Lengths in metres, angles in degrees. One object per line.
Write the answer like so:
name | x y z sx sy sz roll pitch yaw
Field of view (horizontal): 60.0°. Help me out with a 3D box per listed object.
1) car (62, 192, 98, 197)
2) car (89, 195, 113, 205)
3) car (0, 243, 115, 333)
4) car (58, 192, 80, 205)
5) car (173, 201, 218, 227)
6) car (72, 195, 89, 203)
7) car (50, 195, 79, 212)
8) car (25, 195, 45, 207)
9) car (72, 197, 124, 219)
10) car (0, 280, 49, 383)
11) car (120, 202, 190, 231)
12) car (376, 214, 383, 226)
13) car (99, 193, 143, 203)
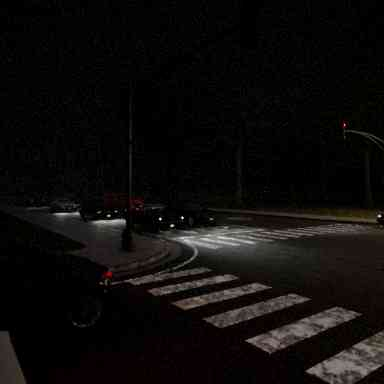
car | -14.240 1.079 42.166 2.150 2.045 5.566 0 0 -36
car | -15.006 1.313 54.612 2.128 1.511 4.902 0 0 -36
car | -3.382 1.564 5.265 4.181 1.385 1.994 0 0 -35
car | -21.414 1.038 57.735 2.150 2.045 5.566 0 0 -36
car | -0.220 1.410 22.804 1.882 1.535 5.008 0 0 -35
car | -21.132 1.330 63.039 1.812 1.442 4.674 0 0 -36
car | -14.065 1.401 36.375 1.812 1.442 4.674 0 0 -36
car | -23.251 1.201 49.197 2.097 1.767 4.553 0 0 -36
car | -8.031 1.454 28.044 2.033 1.411 5.357 0 0 -36
car | -3.262 1.601 1.364 4.718 1.301 1.895 0 0 -35
car | -2.372 1.542 20.230 1.895 1.301 4.718 0 0 -36
car | 13.568 1.579 19.638 4.718 1.301 1.895 1 0 -6
car | -6.454 1.116 31.401 2.150 2.045 5.566 0 0 -36
